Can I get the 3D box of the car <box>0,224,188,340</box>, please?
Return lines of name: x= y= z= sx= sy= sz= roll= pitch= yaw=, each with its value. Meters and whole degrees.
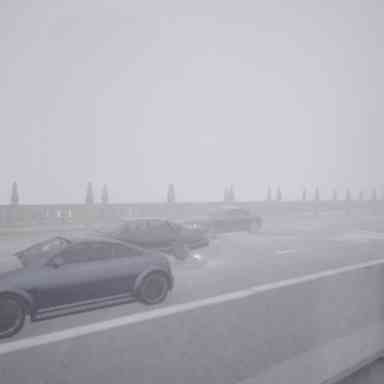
car: x=-2.412 y=1.567 z=6.538 sx=4.181 sy=1.385 sz=1.994 roll=0 pitch=0 yaw=-35

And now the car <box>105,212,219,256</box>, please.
car: x=-1.902 y=1.564 z=11.189 sx=5.357 sy=1.411 sz=2.033 roll=0 pitch=0 yaw=-35

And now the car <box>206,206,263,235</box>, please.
car: x=1.692 y=1.557 z=17.935 sx=4.892 sy=1.490 sz=1.837 roll=0 pitch=0 yaw=-34
